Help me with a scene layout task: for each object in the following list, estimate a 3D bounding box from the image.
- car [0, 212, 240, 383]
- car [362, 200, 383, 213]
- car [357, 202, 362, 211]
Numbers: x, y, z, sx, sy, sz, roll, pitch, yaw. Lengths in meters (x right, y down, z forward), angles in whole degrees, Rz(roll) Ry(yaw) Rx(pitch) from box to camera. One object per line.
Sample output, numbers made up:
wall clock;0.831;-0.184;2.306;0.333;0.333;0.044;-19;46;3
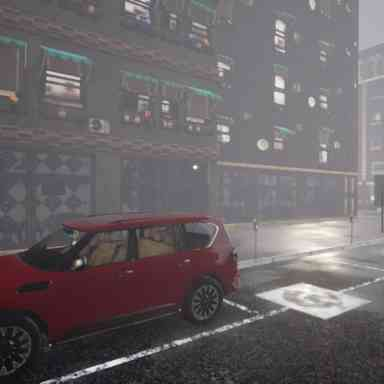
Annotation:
car;-1.414;1.316;5.549;5.009;1.841;2.192;0;1;-36
car;20.081;1.536;37.346;1.887;1.381;4.507;1;0;-36
car;13.284;1.213;32.450;2.192;1.841;5.009;1;0;-36
